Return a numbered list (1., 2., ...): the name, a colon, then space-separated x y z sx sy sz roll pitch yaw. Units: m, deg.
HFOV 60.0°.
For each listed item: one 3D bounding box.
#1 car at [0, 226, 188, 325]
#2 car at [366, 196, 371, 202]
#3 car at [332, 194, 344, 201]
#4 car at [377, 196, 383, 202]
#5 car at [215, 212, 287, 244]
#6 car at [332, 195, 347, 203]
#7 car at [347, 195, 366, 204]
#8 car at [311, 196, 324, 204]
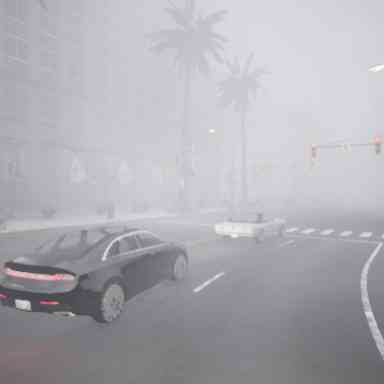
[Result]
1. car: -1.661 1.496 7.287 2.128 1.511 4.902 0 0 22
2. car: 43.149 1.670 82.464 1.812 1.442 4.674 0 0 33
3. car: 38.306 1.529 87.114 2.185 1.767 4.553 0 0 33
4. car: 45.044 1.721 78.966 2.033 1.411 5.357 0 0 33
5. car: 3.057 1.624 16.236 1.895 1.301 4.718 0 0 34
6. car: 31.110 1.620 70.750 1.882 1.535 5.008 0 0 34
7. car: 34.026 1.742 68.815 1.895 1.301 4.718 0 0 34
8. car: 26.050 1.642 68.926 2.161 1.482 4.786 0 0 33
